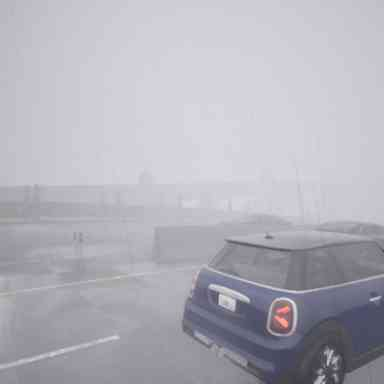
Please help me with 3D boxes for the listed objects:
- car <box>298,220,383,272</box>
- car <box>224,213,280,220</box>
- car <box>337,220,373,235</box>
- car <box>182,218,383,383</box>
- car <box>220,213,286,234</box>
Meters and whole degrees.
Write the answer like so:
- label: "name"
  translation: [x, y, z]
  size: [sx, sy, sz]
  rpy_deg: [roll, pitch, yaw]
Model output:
- label: "car"
  translation: [6.325, 1.853, 12.557]
  size: [4.892, 1.490, 1.837]
  rpy_deg: [3, -2, -35]
- label: "car"
  translation: [3.742, 1.944, 19.510]
  size: [5.008, 1.535, 1.882]
  rpy_deg: [5, -3, -35]
- label: "car"
  translation: [19.159, 4.135, 39.027]
  size: [4.674, 1.442, 1.812]
  rpy_deg: [6, -4, -35]
- label: "car"
  translation: [2.156, 1.412, 5.284]
  size: [4.553, 1.767, 2.097]
  rpy_deg: [2, -1, -35]
- label: "car"
  translation: [4.522, 2.307, 24.333]
  size: [4.718, 1.301, 1.895]
  rpy_deg: [5, -3, -35]
